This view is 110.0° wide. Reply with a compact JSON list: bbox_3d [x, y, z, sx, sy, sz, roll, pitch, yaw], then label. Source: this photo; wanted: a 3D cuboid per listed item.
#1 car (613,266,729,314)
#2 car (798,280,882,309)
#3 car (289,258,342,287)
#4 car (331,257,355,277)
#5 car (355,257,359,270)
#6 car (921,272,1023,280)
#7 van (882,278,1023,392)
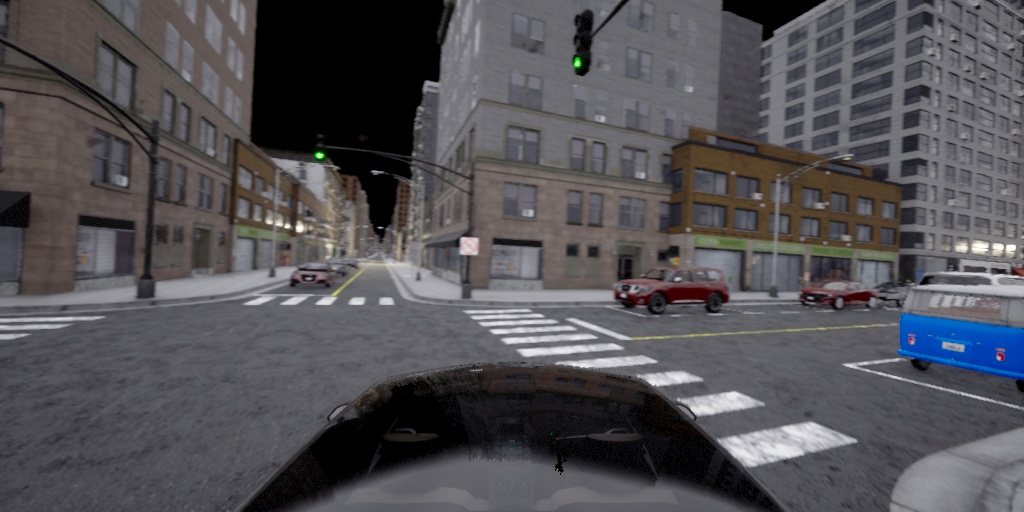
[{"bbox_3d":[6.762,1.348,15.154,5.009,1.841,2.192,0,0,-20],"label":"car"},{"bbox_3d":[17.281,1.973,19.032,4.507,1.381,1.888,0,0,-20],"label":"car"},{"bbox_3d":[-11.527,1.017,21.052,1.994,1.385,4.181,3,-1,-20],"label":"car"},{"bbox_3d":[-15.038,0.906,30.676,2.128,1.511,4.902,3,-1,-20],"label":"car"},{"bbox_3d":[-20.238,0.870,44.958,1.837,1.490,4.892,3,-1,-20],"label":"car"},{"bbox_3d":[16.786,1.628,12.695,5.566,2.045,2.150,2,0,-20],"label":"car"},{"bbox_3d":[9.707,1.474,7.155,3.998,1.789,1.690,0,0,-20],"label":"van"}]
